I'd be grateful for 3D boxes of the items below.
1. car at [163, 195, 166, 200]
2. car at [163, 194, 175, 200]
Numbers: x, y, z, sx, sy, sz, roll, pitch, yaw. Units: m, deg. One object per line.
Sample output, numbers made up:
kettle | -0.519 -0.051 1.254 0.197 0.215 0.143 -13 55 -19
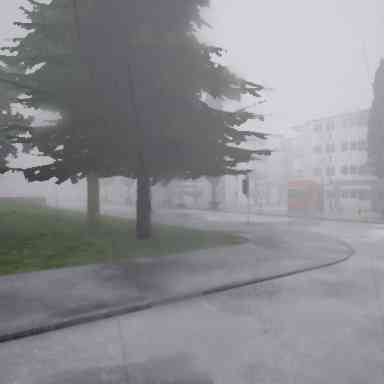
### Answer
car | -4.662 1.470 83.509 4.974 1.542 2.038 0 0 -5
car | -6.006 1.225 85.986 1.845 1.501 3.633 0 0 -24
